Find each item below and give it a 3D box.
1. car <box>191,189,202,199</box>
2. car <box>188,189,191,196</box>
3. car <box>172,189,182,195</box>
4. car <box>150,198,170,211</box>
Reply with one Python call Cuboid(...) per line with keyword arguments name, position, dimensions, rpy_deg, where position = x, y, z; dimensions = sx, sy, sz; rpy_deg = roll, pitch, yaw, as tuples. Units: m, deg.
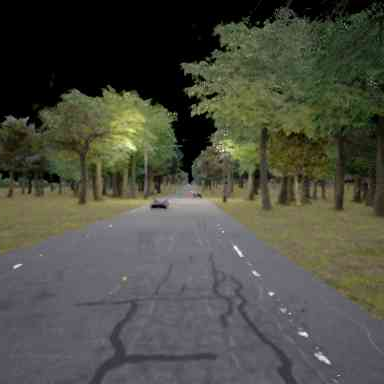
Cuboid(name="car", position=(1.204, 0.637, 73.069), dimensions=(1.837, 1.490, 4.892), rpy_deg=(0, 1, 0))
Cuboid(name="car", position=(-0.024, 0.049, 91.181), dimensions=(2.097, 1.767, 4.553), rpy_deg=(0, 1, 0))
Cuboid(name="car", position=(-3.522, 0.130, 79.223), dimensions=(1.837, 1.490, 4.892), rpy_deg=(0, 1, 0))
Cuboid(name="car", position=(-3.605, 1.410, 37.562), dimensions=(1.895, 1.301, 4.718), rpy_deg=(0, 1, 0))
